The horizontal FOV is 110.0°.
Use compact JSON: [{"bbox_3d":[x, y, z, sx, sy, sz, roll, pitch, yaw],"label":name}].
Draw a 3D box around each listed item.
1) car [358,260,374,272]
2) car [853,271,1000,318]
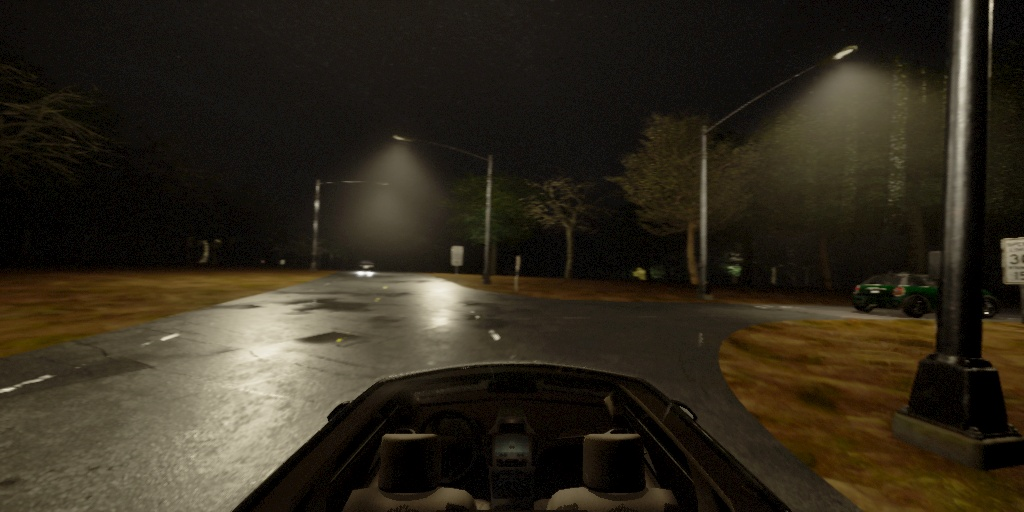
[{"bbox_3d":[-19.973,1.337,49.061,2.128,1.511,4.902,3,-2,-24],"label":"car"},{"bbox_3d":[16.909,1.534,14.767,4.553,1.767,2.097,2,-3,-5],"label":"car"}]
